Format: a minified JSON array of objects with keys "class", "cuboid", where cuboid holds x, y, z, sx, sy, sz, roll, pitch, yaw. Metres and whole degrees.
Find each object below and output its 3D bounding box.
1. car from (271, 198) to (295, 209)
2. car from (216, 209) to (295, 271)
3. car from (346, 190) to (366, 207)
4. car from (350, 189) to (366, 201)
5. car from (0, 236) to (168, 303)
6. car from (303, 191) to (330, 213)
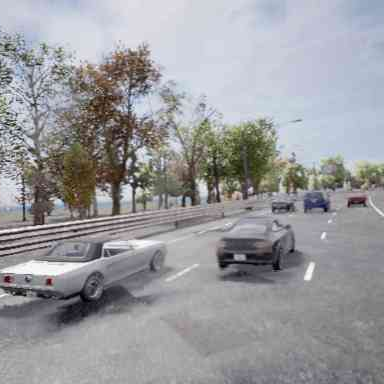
[{"class":"car","cuboid":[9.901,1.368,35.932,2.128,1.511,4.902,-3,-1,27]},{"class":"car","cuboid":[2.183,1.530,10.882,1.812,1.442,4.674,-3,-1,24]},{"class":"car","cuboid":[18.911,0.885,38.252,1.882,1.535,5.008,-4,-1,26]},{"class":"car","cuboid":[27.989,0.480,55.996,2.097,1.767,4.553,-4,-1,28]},{"class":"car","cuboid":[-2.472,1.839,8.999,1.895,1.301,4.718,-3,-1,24]},{"class":"car","cuboid":[12.597,0.923,33.539,2.150,2.045,5.566,-3,0,26]}]
